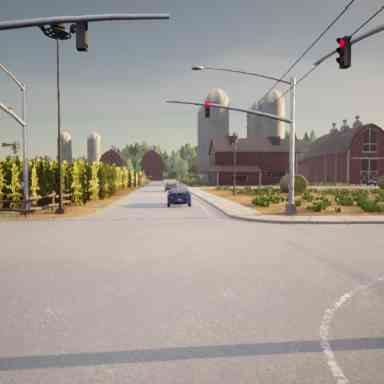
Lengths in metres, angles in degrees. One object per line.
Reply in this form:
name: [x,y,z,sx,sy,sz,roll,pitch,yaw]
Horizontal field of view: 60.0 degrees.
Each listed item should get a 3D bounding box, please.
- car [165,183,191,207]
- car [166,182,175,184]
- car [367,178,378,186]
car: [-1.126,0.332,27.659,1.882,1.535,5.008,0,3,-5]
car: [-3.367,-0.839,52.889,2.128,1.511,4.902,0,3,-5]
car: [42.331,-2.370,77.601,1.905,1.878,3.866,10,10,41]
